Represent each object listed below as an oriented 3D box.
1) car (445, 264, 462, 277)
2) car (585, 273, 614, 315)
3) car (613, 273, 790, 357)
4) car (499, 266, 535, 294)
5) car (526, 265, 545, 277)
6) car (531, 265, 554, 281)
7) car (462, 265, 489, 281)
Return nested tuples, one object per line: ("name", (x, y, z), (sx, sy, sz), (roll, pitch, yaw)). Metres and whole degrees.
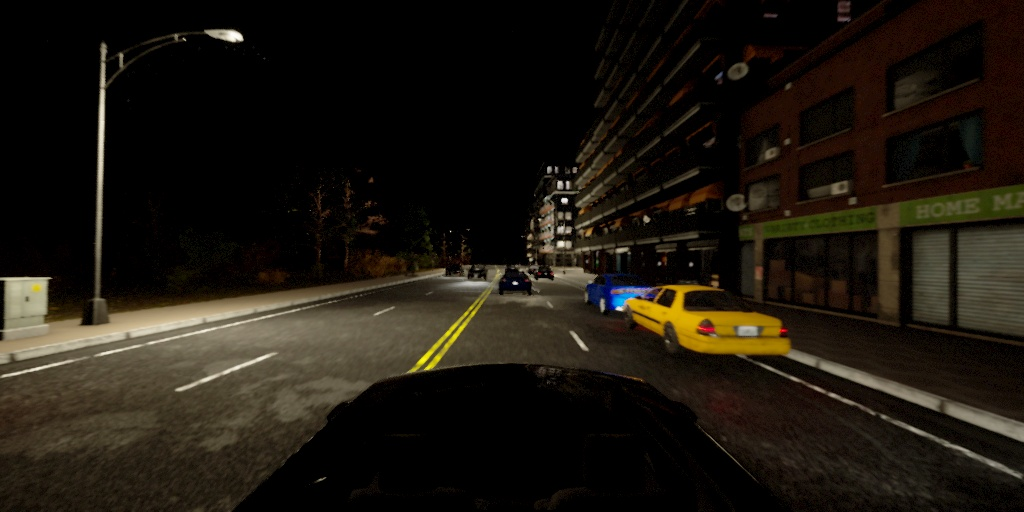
("car", (-6.735, 1.669, 42.411), (1.837, 1.490, 4.892), (1, -1, -1))
("car", (4.314, 1.453, 14.859), (1.882, 1.535, 5.008), (1, -1, 0))
("car", (4.272, 1.358, 9.018), (1.801, 1.575, 5.366), (1, -1, 1))
("car", (0.187, 1.576, 22.741), (1.994, 1.385, 4.181), (1, -1, 0))
("car", (3.028, 1.916, 47.232), (2.033, 1.411, 5.357), (1, -1, -2))
("car", (3.238, 1.787, 37.019), (2.033, 1.411, 5.357), (1, -1, 0))
("car", (-3.373, 1.619, 35.848), (2.128, 1.511, 4.902), (1, -1, -1))
